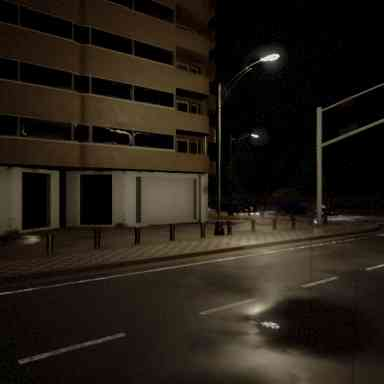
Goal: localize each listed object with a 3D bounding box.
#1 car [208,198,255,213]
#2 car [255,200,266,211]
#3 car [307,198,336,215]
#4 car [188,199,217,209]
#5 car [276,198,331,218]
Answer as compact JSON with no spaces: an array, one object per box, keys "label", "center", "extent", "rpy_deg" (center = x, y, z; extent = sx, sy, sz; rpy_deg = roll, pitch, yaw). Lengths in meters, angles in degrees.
[{"label":"car","center":[4.388,1.603,38.653],"extent":[2.033,1.411,5.357],"rpy_deg":[0,0,-36]},{"label":"car","center":[6.946,1.560,41.091],"extent":[1.837,1.490,4.892],"rpy_deg":[0,0,-36]},{"label":"car","center":[12.192,1.407,33.819],"extent":[2.097,1.767,4.553],"rpy_deg":[0,0,-36]},{"label":"car","center":[1.472,1.656,48.691],"extent":[1.895,1.301,4.718],"rpy_deg":[0,0,-36]},{"label":"car","center":[10.013,1.581,30.886],"extent":[1.812,1.442,4.674],"rpy_deg":[0,0,-37]}]
